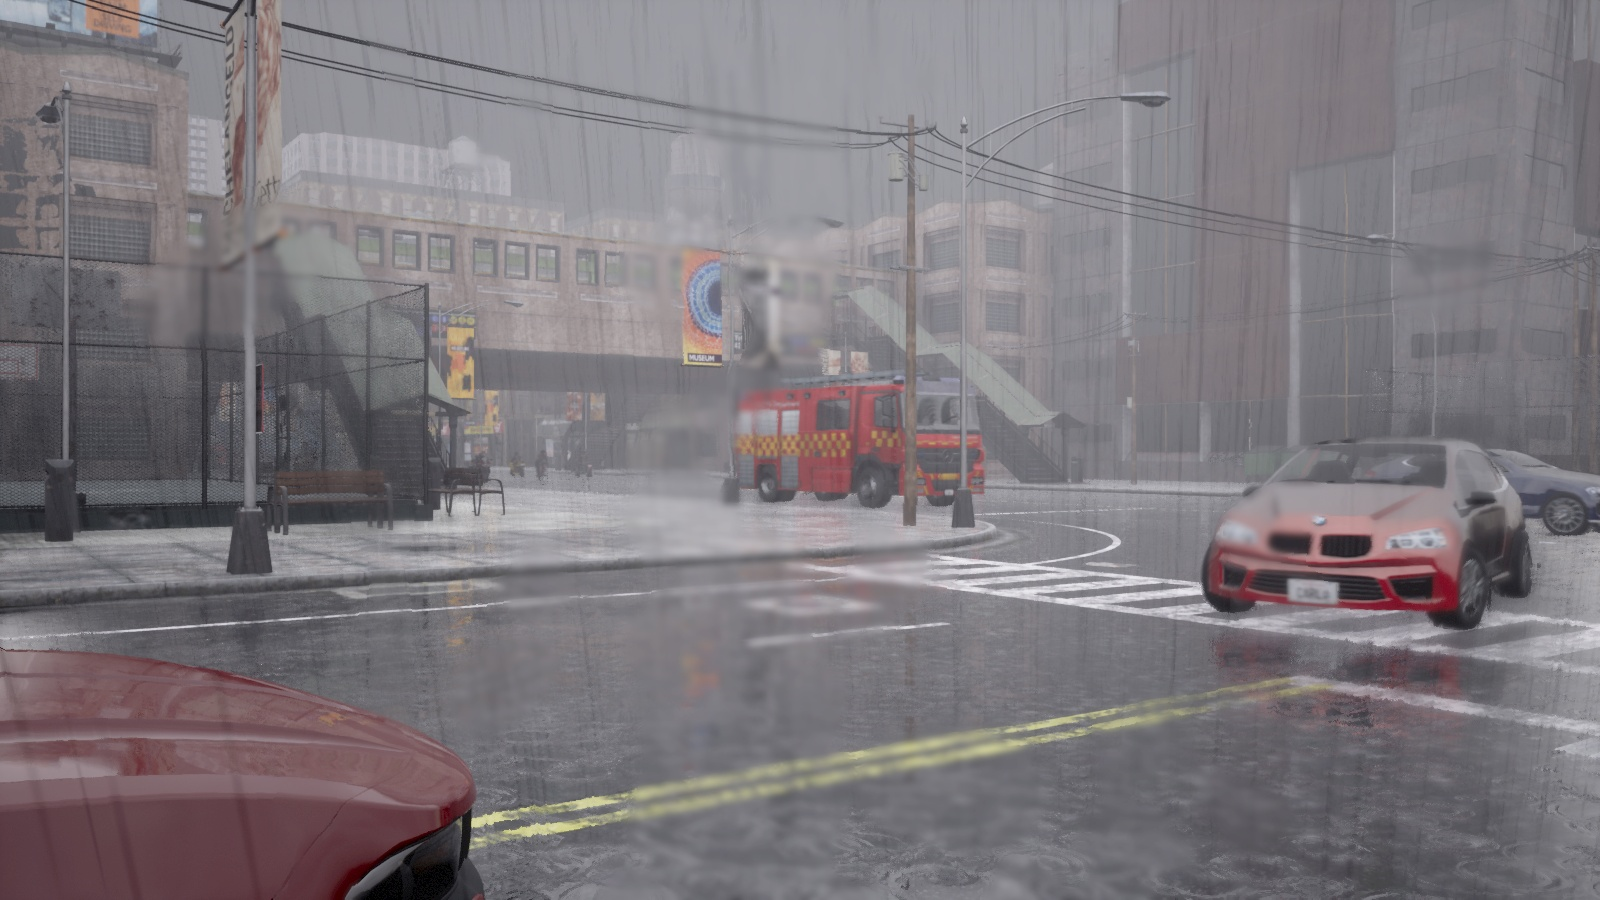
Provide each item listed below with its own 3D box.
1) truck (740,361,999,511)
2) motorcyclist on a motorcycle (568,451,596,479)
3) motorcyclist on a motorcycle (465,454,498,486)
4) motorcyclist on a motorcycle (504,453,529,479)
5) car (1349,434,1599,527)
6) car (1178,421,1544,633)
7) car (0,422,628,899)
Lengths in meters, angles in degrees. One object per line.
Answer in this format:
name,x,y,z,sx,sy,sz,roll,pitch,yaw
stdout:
truck,1.727,-0.335,36.336,2.891,3.827,8.468,0,0,-35
motorcyclist on a motorcycle,-13.335,0.911,76.733,0.766,1.649,2.350,0,0,-35
motorcyclist on a motorcycle,-15.606,0.963,61.432,0.866,1.530,2.191,0,0,-34
motorcyclist on a motorcycle,-17.212,0.950,76.186,0.797,1.523,2.044,0,0,-35
car,13.869,0.555,24.959,2.152,1.651,5.027,0,0,-35
car,5.694,0.607,12.374,2.242,1.667,4.611,0,0,38
car,-2.898,0.733,1.605,5.008,1.535,1.882,0,0,-36
